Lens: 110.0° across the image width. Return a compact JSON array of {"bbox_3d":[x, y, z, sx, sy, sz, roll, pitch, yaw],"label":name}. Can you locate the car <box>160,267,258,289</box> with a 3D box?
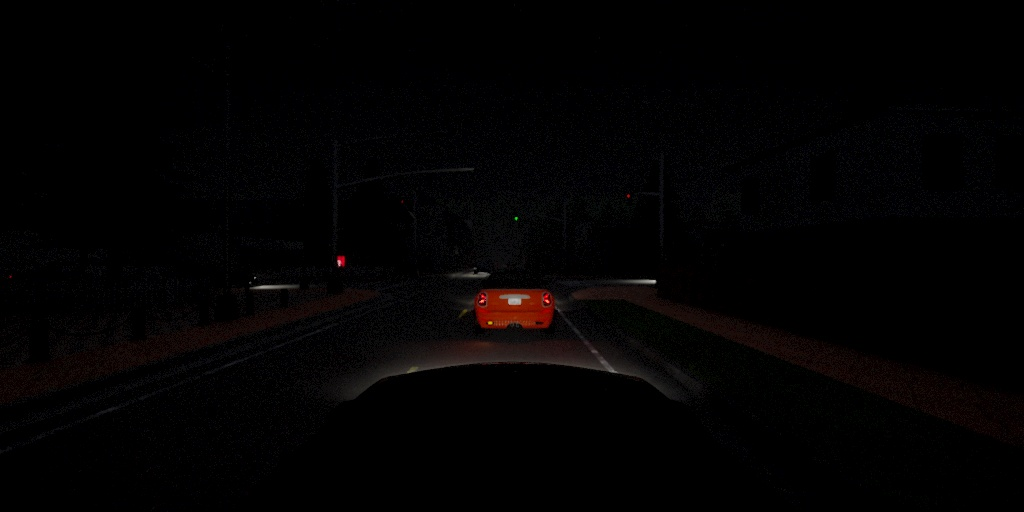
[{"bbox_3d":[-20.350,1.425,24.130,5.357,1.411,2.033,0,0,-2],"label":"car"}]

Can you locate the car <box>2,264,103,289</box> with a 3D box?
[{"bbox_3d":[-30.389,1.439,23.844,4.181,1.385,1.994,0,0,-2],"label":"car"}]

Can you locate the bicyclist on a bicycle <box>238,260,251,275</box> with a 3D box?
[{"bbox_3d":[-23.567,1.215,31.519,0.582,1.620,1.656,0,0,-2],"label":"bicyclist on a bicycle"}]

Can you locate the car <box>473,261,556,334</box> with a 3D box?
[{"bbox_3d":[0.074,1.147,10.889,2.097,1.767,4.553,0,0,0],"label":"car"}]

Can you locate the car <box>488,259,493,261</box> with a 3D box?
[{"bbox_3d":[-3.612,1.442,44.507,1.882,1.535,5.008,0,0,0],"label":"car"}]
